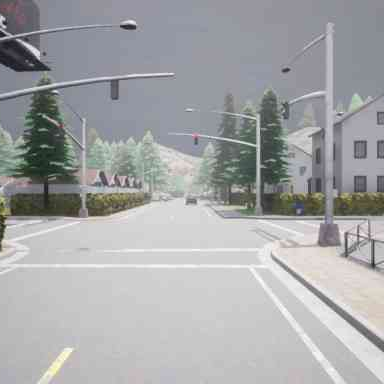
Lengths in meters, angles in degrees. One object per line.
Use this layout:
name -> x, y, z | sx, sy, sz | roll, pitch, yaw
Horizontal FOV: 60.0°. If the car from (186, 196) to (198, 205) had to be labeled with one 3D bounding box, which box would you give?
car -> -0.081, 1.505, 59.182 | 1.837, 1.490, 4.892 | 0, 0, 0
